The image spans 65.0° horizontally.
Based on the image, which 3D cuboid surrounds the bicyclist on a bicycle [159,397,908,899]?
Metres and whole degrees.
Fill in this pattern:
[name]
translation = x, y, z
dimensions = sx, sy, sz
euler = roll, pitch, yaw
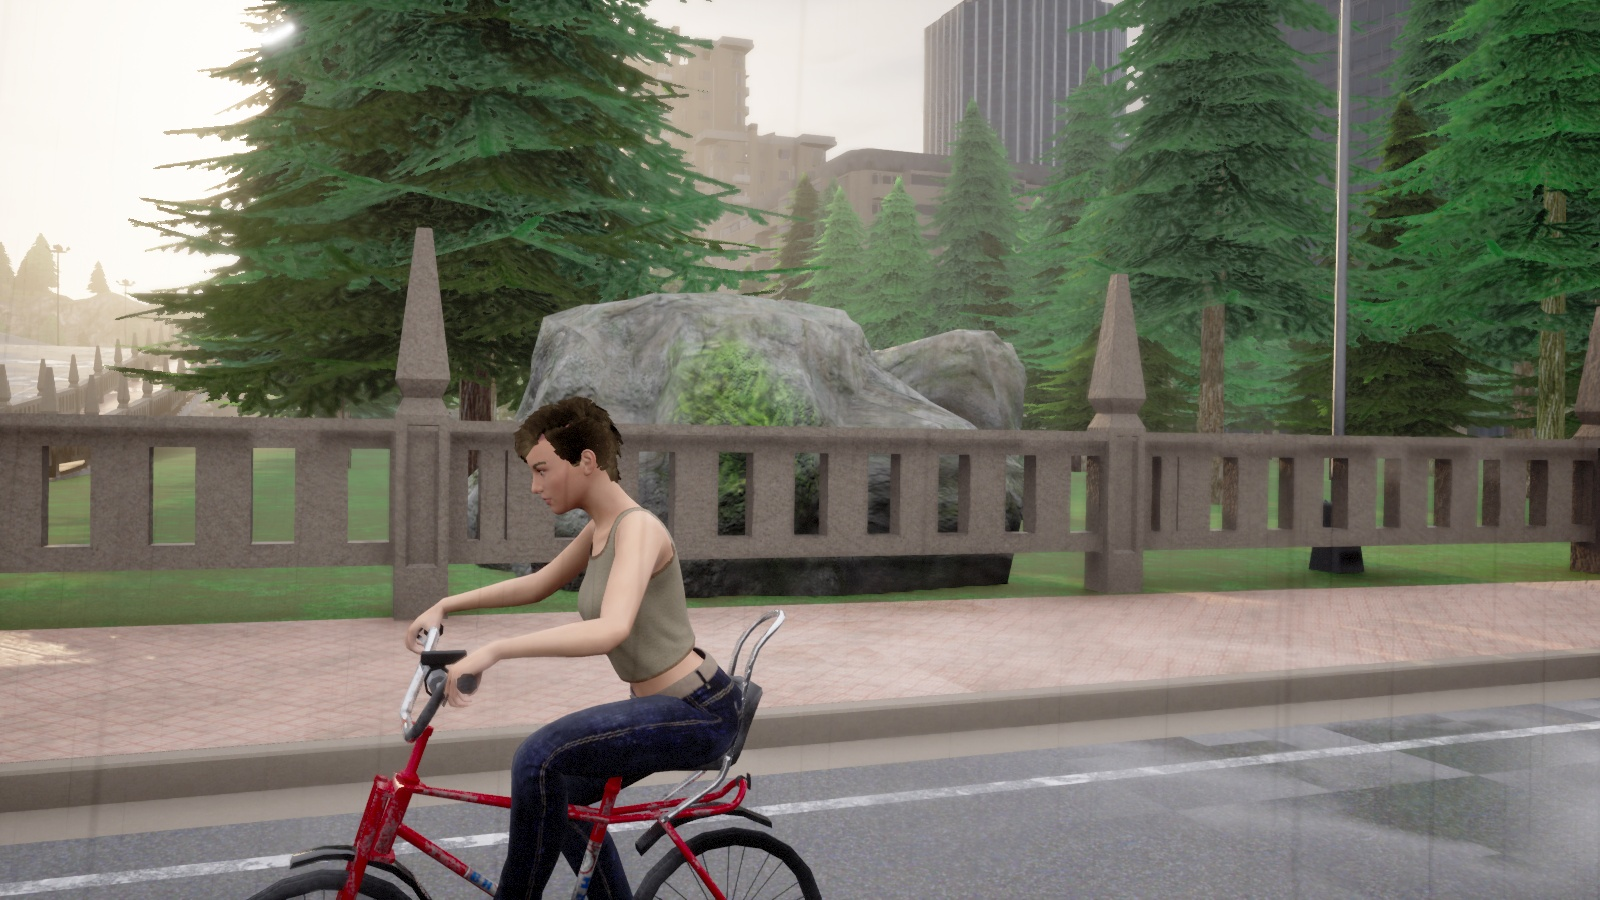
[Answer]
[bicyclist on a bicycle]
translation = -0.616, 0.692, 2.999
dimensions = 1.509, 1.612, 0.866
euler = -1, 1, -20
